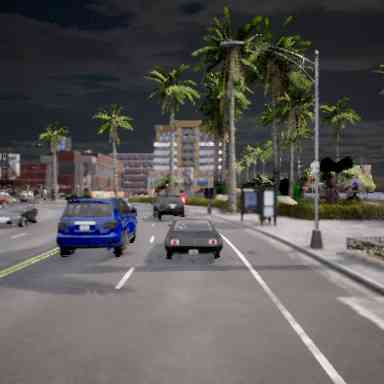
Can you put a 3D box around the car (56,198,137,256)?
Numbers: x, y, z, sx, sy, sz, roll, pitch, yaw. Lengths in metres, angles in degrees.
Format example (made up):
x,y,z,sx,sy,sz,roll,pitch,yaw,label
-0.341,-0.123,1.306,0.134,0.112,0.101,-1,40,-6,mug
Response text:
x,y,z,sx,sy,sz,roll,pitch,yaw,label
-3.542,1.246,13.317,2.150,2.045,5.566,0,0,-2,car

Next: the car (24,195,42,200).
x,y,z,sx,sy,sz,roll,pitch,yaw,label
-30.310,1.613,61.649,4.892,1.490,1.837,0,0,33,car

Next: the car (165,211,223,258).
x,y,z,sx,sy,sz,roll,pitch,yaw,label
-0.022,1.624,12.799,1.895,1.301,4.718,0,0,-2,car

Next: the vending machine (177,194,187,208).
x,y,z,sx,sy,sz,roll,pitch,yaw,label
-1.475,1.284,48.871,1.100,2.100,0.880,0,0,-27,vending machine

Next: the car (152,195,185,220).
x,y,z,sx,sy,sz,roll,pitch,yaw,label
-2.091,1.274,28.680,2.150,2.045,5.566,0,0,-12,car

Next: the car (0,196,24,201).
x,y,z,sx,sy,sz,roll,pitch,yaw,label
-32.329,1.461,58.736,4.553,1.767,2.097,0,0,34,car

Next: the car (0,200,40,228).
x,y,z,sx,sy,sz,roll,pitch,yaw,label
-11.745,1.532,22.384,2.128,1.511,4.902,0,0,-10,car

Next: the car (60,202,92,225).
x,y,z,sx,sy,sz,roll,pitch,yaw,label
-8.814,1.552,25.602,1.837,1.490,4.892,0,0,-13,car

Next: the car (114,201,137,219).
x,y,z,sx,sy,sz,roll,pitch,yaw,label
-6.204,1.581,30.509,1.812,1.442,4.674,0,0,-15,car
